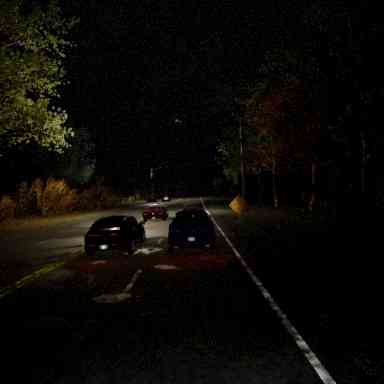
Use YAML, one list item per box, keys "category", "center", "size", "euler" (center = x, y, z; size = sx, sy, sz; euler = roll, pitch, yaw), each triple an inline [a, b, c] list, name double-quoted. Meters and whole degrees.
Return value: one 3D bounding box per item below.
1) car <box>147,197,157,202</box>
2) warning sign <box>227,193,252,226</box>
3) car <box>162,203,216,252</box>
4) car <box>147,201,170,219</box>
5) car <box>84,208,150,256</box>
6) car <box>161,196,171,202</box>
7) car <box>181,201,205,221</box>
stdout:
- category: "car"
  center: [-9.161, 1.928, 76.643]
  size: [1.895, 1.301, 4.718]
  euler: [-3, 0, 1]
- category: "warning sign"
  center: [2.858, 1.053, 19.966]
  size: [1.300, 1.860, 1.060]
  euler: [-2, 1, 0]
- category: "car"
  center: [-0.013, 1.506, 14.604]
  size: [1.882, 1.535, 5.008]
  euler: [-3, 1, 0]
- category: "car"
  center: [-3.172, 1.839, 29.655]
  size: [1.895, 1.301, 4.718]
  euler: [-3, 0, 0]
- category: "car"
  center: [-3.249, 1.764, 14.628]
  size: [1.837, 1.490, 4.892]
  euler: [-3, 0, 0]
- category: "car"
  center: [-5.916, 1.717, 76.621]
  size: [2.033, 1.411, 5.357]
  euler: [-3, 0, 1]
- category: "car"
  center: [0.074, 1.611, 29.624]
  size: [1.895, 1.301, 4.718]
  euler: [-2, 2, 0]
